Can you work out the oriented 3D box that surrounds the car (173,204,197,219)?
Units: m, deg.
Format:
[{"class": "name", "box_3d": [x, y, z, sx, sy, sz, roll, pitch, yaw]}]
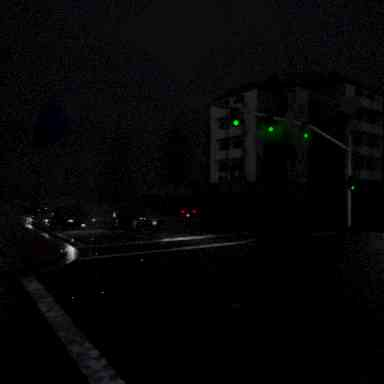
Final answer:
[{"class": "car", "box_3d": [-1.588, 1.788, 31.649, 1.895, 1.301, 4.718, 1, 0, -34]}]

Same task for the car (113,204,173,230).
[{"class": "car", "box_3d": [-3.602, 1.597, 21.959, 2.128, 1.511, 4.902, 1, 0, -34]}]

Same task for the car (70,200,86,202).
[{"class": "car", "box_3d": [-11.331, 1.597, 33.427, 2.128, 1.511, 4.902, 1, 0, -34]}]

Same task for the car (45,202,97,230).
[{"class": "car", "box_3d": [-8.027, 1.615, 22.251, 2.033, 1.411, 5.357, 1, 0, -34]}]

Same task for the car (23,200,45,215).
[{"class": "car", "box_3d": [-16.312, 1.577, 34.570, 1.837, 1.490, 4.892, 1, -1, -34]}]
